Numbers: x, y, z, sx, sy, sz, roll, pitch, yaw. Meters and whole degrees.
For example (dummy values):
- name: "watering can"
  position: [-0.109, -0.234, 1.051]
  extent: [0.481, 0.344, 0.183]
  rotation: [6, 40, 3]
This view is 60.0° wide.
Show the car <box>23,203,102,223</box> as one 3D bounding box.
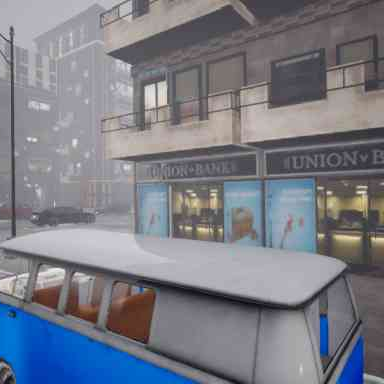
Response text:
- name: "car"
  position: [-8.590, 1.583, 22.399]
  extent: [1.947, 1.339, 4.313]
  rotation: [-2, -1, 36]

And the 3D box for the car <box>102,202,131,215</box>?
- name: "car"
  position: [-8.653, 1.798, 36.451]
  extent: [1.947, 1.339, 4.313]
  rotation: [-2, -1, 36]

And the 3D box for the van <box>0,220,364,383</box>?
- name: "van"
  position: [-0.505, 1.342, 3.223]
  extent: [3.998, 1.788, 1.690]
  rotation: [0, -1, 36]

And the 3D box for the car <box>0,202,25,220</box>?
- name: "car"
  position: [-15.338, 1.609, 27.371]
  extent: [1.967, 1.590, 4.097]
  rotation: [-2, -1, 36]
